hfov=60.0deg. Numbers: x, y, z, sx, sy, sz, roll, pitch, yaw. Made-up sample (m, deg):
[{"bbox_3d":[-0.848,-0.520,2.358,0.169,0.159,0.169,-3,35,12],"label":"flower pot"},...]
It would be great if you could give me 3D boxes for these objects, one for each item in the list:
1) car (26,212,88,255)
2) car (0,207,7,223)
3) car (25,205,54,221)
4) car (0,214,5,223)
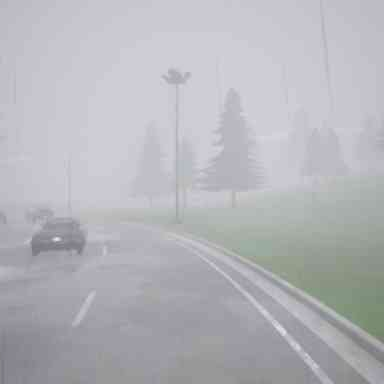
[{"bbox_3d":[-5.658,1.780,14.536,1.994,1.385,4.181,0,-1,-16],"label":"car"},{"bbox_3d":[-17.502,1.981,29.105,1.812,1.442,4.674,0,-1,-39],"label":"car"},{"bbox_3d":[-14.010,1.966,30.572,1.837,1.490,4.892,1,-1,-37],"label":"car"},{"bbox_3d":[-8.555,1.738,11.672,2.033,1.411,5.357,0,-1,-15],"label":"car"}]
